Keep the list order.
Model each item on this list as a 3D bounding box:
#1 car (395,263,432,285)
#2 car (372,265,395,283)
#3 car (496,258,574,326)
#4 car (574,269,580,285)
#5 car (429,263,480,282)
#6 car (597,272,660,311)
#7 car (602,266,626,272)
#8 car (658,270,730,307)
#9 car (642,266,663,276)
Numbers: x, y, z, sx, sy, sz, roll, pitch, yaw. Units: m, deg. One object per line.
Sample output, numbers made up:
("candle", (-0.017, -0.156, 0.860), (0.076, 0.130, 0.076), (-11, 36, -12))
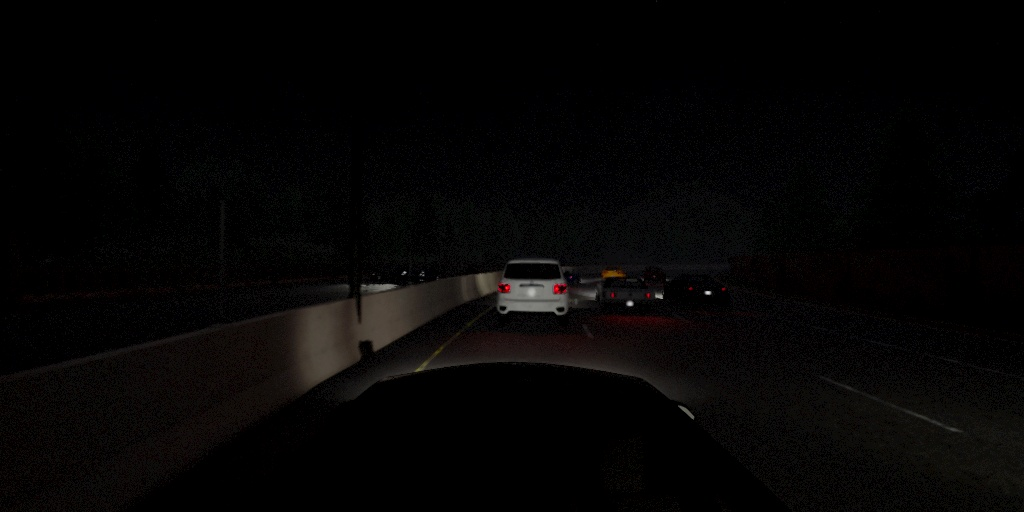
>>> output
("car", (-6.882, 1.348, 28.585), (2.097, 1.767, 4.553), (0, -1, 16))
("car", (-9.911, 1.503, 30.770), (1.837, 1.490, 4.892), (0, -1, 16))
("car", (0.829, 1.097, 12.514), (2.150, 2.045, 5.566), (0, -1, 6))
("car", (4.581, 1.700, 29.978), (1.895, 1.301, 4.718), (0, -1, 17))
("car", (-3.868, 1.472, 26.352), (1.882, 1.535, 5.008), (0, -1, 15))
("car", (4.797, 1.543, 15.738), (1.895, 1.301, 4.718), (0, -1, 9))
("car", (9.464, 1.651, 33.345), (1.882, 1.535, 5.008), (0, -1, 20))
("car", (8.628, 1.551, 17.136), (1.994, 1.385, 4.181), (0, -1, 10))
("car", (13.350, 1.685, 33.761), (1.882, 1.535, 5.008), (0, -1, 21))
